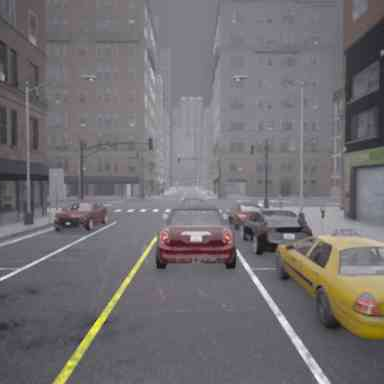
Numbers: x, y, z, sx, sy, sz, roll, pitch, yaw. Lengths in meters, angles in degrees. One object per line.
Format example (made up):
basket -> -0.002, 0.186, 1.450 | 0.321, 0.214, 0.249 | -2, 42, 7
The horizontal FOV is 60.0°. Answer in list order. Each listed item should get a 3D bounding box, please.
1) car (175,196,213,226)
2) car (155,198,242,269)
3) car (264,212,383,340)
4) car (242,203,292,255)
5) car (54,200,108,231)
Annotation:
car -> 0.094, 1.077, 20.631 | 2.033, 1.411, 5.357 | 0, 1, 0
car -> 0.098, 1.115, 10.390 | 2.097, 1.767, 4.553 | 0, 1, 0
car -> 2.864, 1.376, 6.470 | 1.752, 1.417, 4.829 | -1, 1, 0
car -> 2.864, 1.294, 11.886 | 1.947, 1.339, 4.313 | -1, 1, 0
car -> -5.682, 1.146, 17.466 | 1.887, 1.381, 4.507 | -1, 1, 0
